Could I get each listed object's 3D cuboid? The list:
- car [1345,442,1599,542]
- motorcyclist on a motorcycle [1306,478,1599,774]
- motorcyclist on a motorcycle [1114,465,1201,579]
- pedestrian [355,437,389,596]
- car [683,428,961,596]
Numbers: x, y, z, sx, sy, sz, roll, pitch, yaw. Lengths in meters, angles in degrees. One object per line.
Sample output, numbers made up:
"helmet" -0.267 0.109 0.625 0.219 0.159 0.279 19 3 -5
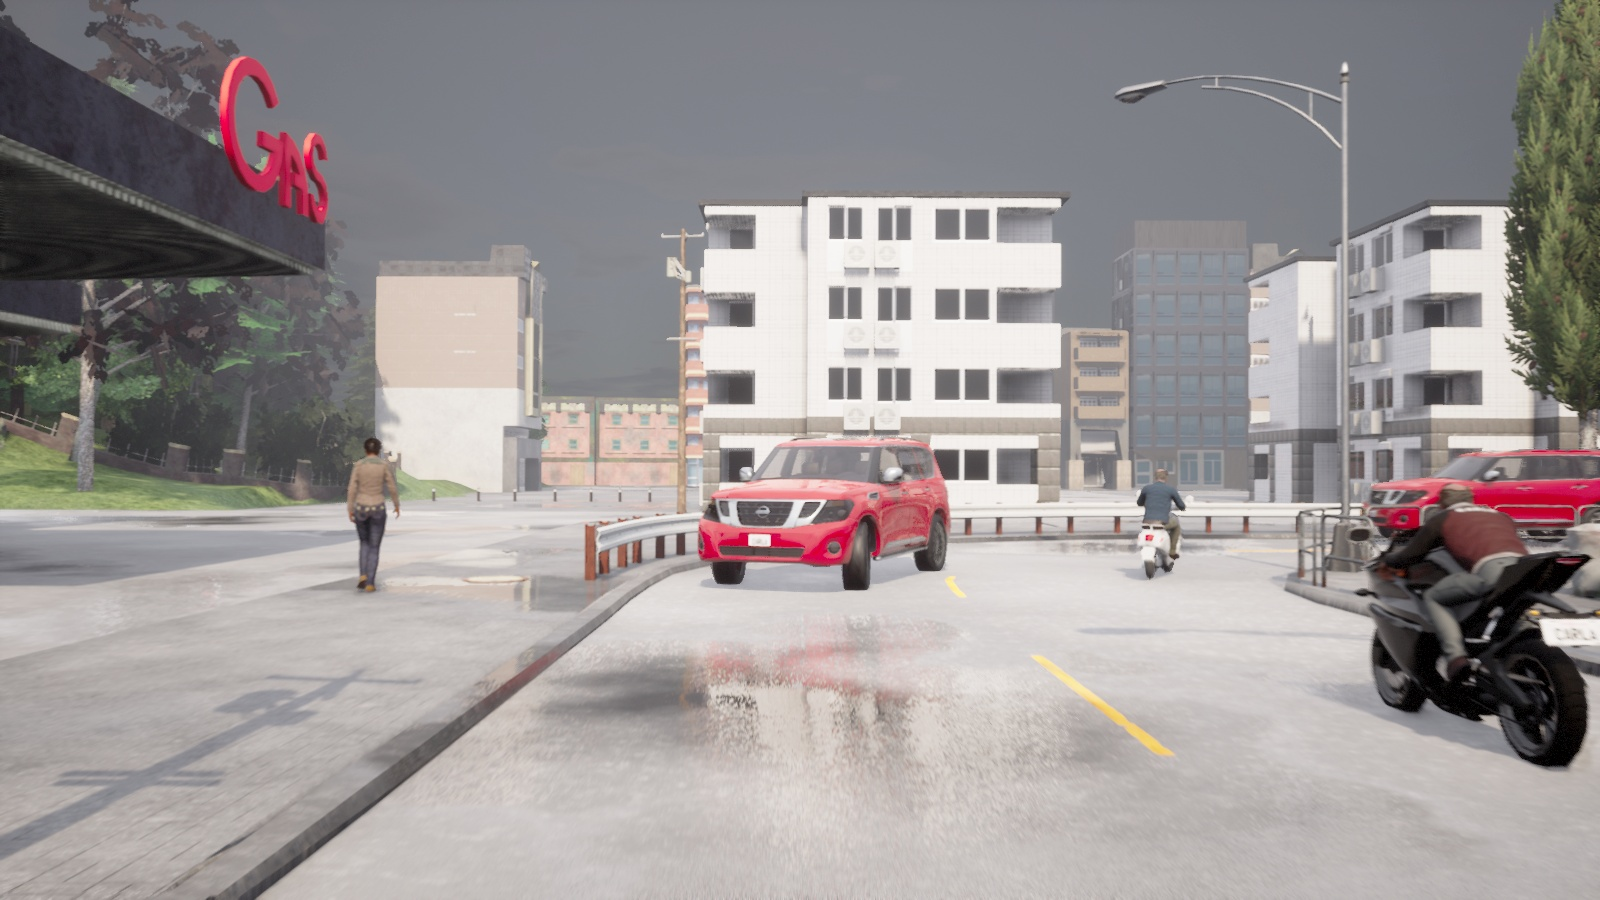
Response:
"car" 14.976 0.880 26.997 5.566 2.045 2.150 0 -1 0
"motorcyclist on a motorcycle" 3.982 0.948 7.695 0.866 1.530 2.191 0 -1 0
"motorcyclist on a motorcycle" 5.355 1.029 18.745 0.866 1.590 1.817 1 0 27
"pedestrian" -5.026 0.766 14.774 0.328 1.805 0.869 0 -1 -16
"car" 0.559 0.807 18.288 2.150 2.045 5.566 -1 -1 22
